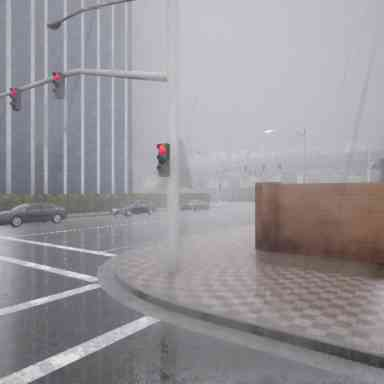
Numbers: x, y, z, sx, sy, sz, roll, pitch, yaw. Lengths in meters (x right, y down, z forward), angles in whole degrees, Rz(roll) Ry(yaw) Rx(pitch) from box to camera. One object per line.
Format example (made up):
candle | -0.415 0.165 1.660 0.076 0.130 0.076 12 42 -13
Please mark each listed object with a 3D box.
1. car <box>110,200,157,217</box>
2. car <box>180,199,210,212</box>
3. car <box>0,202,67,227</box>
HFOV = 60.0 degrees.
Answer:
car | -5.377 1.491 31.016 2.128 1.511 4.902 0 0 35
car | 0.398 1.564 39.121 1.994 1.385 4.181 0 0 35
car | -11.085 1.505 22.986 1.837 1.490 4.892 0 0 35
